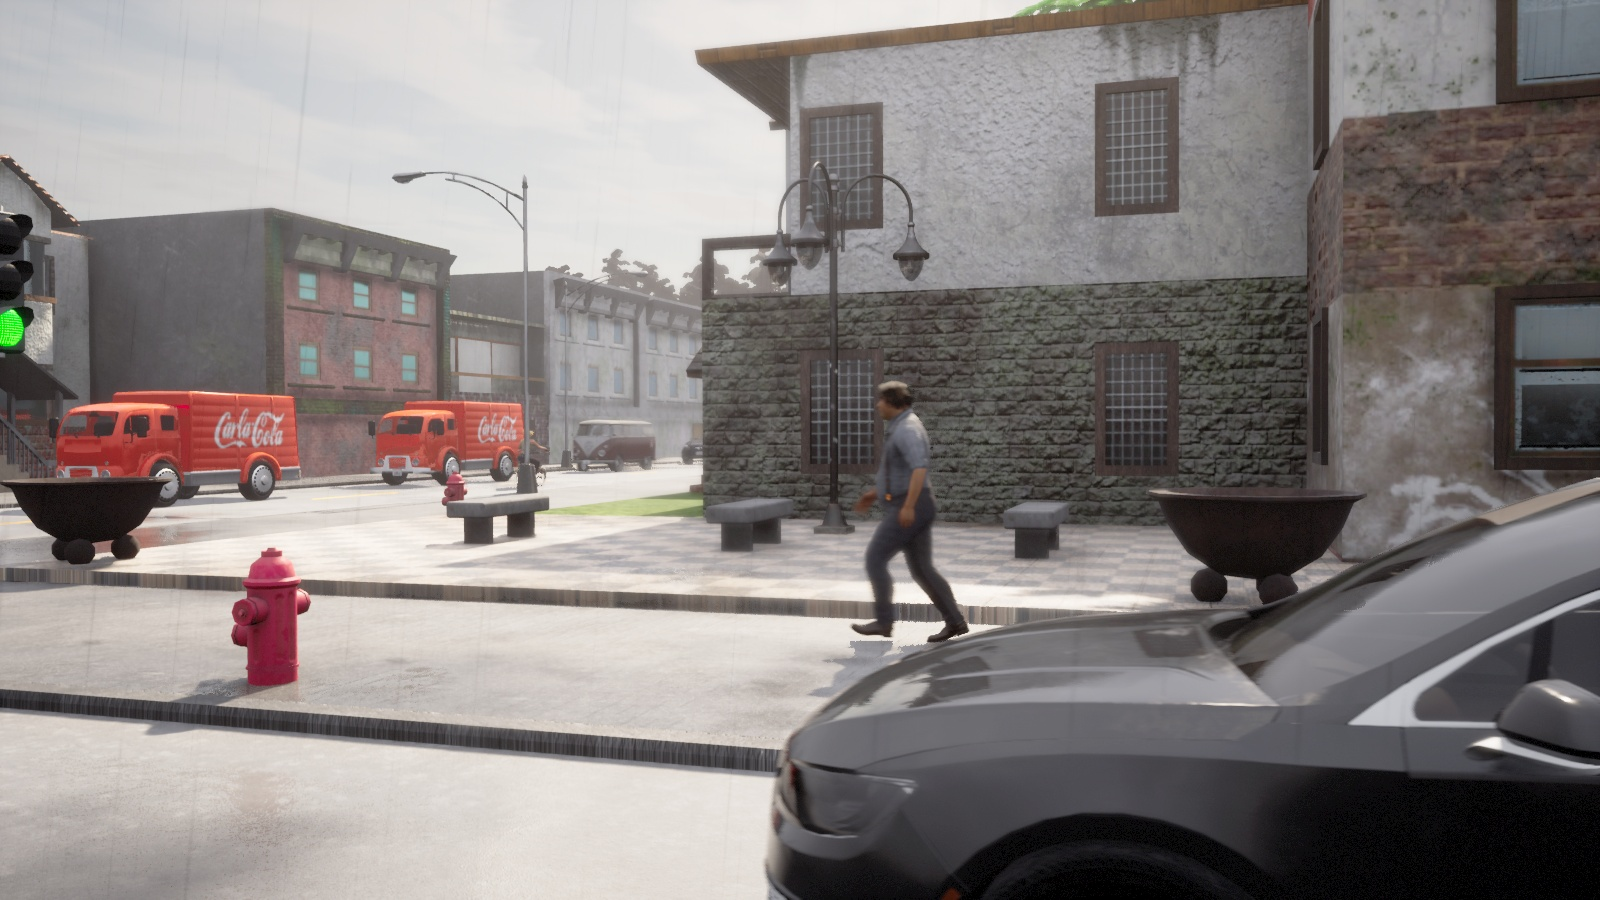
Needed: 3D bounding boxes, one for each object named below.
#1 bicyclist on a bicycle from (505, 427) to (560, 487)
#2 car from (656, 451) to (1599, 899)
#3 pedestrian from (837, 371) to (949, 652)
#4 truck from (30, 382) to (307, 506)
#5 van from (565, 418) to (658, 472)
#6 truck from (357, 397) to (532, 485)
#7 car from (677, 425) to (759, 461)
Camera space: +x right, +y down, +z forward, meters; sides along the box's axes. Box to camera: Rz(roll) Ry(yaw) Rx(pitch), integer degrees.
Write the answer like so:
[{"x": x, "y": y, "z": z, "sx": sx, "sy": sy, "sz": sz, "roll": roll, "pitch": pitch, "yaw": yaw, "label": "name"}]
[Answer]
[{"x": -7.417, "y": 0.177, "z": 34.839, "sx": 0.866, "sy": 1.612, "sz": 1.509, "roll": 0, "pitch": 1, "yaw": 18, "label": "bicyclist on a bicycle"}, {"x": 2.289, "y": 0.794, "z": 2.952, "sx": 4.892, "sy": 1.490, "sz": 1.837, "roll": 1, "pitch": 1, "yaw": 17, "label": "car"}, {"x": 0.646, "y": 0.398, "z": 8.590, "sx": 0.694, "sy": 1.848, "sz": 0.540, "roll": 0, "pitch": 1, "yaw": 11, "label": "pedestrian"}, {"x": -13.828, "y": -0.159, "z": 27.943, "sx": 2.627, "sy": 2.467, "sz": 5.204, "roll": 0, "pitch": 1, "yaw": 17, "label": "truck"}, {"x": -7.208, "y": -0.226, "z": 48.588, "sx": 1.775, "sy": 1.987, "sz": 4.442, "roll": 1, "pitch": 1, "yaw": 18, "label": "van"}, {"x": -10.604, "y": -0.311, "z": 37.978, "sx": 2.627, "sy": 2.467, "sz": 5.204, "roll": 1, "pitch": 1, "yaw": 18, "label": "truck"}, {"x": -3.802, "y": -0.357, "z": 59.225, "sx": 2.152, "sy": 1.651, "sz": 5.027, "roll": 1, "pitch": 1, "yaw": 18, "label": "car"}]
